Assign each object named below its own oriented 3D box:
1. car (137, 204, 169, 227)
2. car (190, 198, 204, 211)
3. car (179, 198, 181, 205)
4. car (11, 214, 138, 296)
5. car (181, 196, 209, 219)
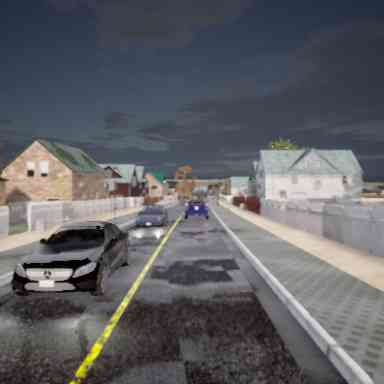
[{"bbox_3d":[-2.630,1.577,23.122,2.033,1.411,5.357,0,0,1],"label":"car"},{"bbox_3d":[0.745,1.636,44.520,1.812,1.442,4.674,0,0,2],"label":"car"},{"bbox_3d":[-1.293,1.596,66.033,2.097,1.767,4.553,0,0,3],"label":"car"},{"bbox_3d":[-2.809,1.528,8.795,1.812,1.442,4.674,0,0,0],"label":"car"},{"bbox_3d":[0.430,1.408,29.972,2.097,1.767,4.553,0,0,1],"label":"car"}]
